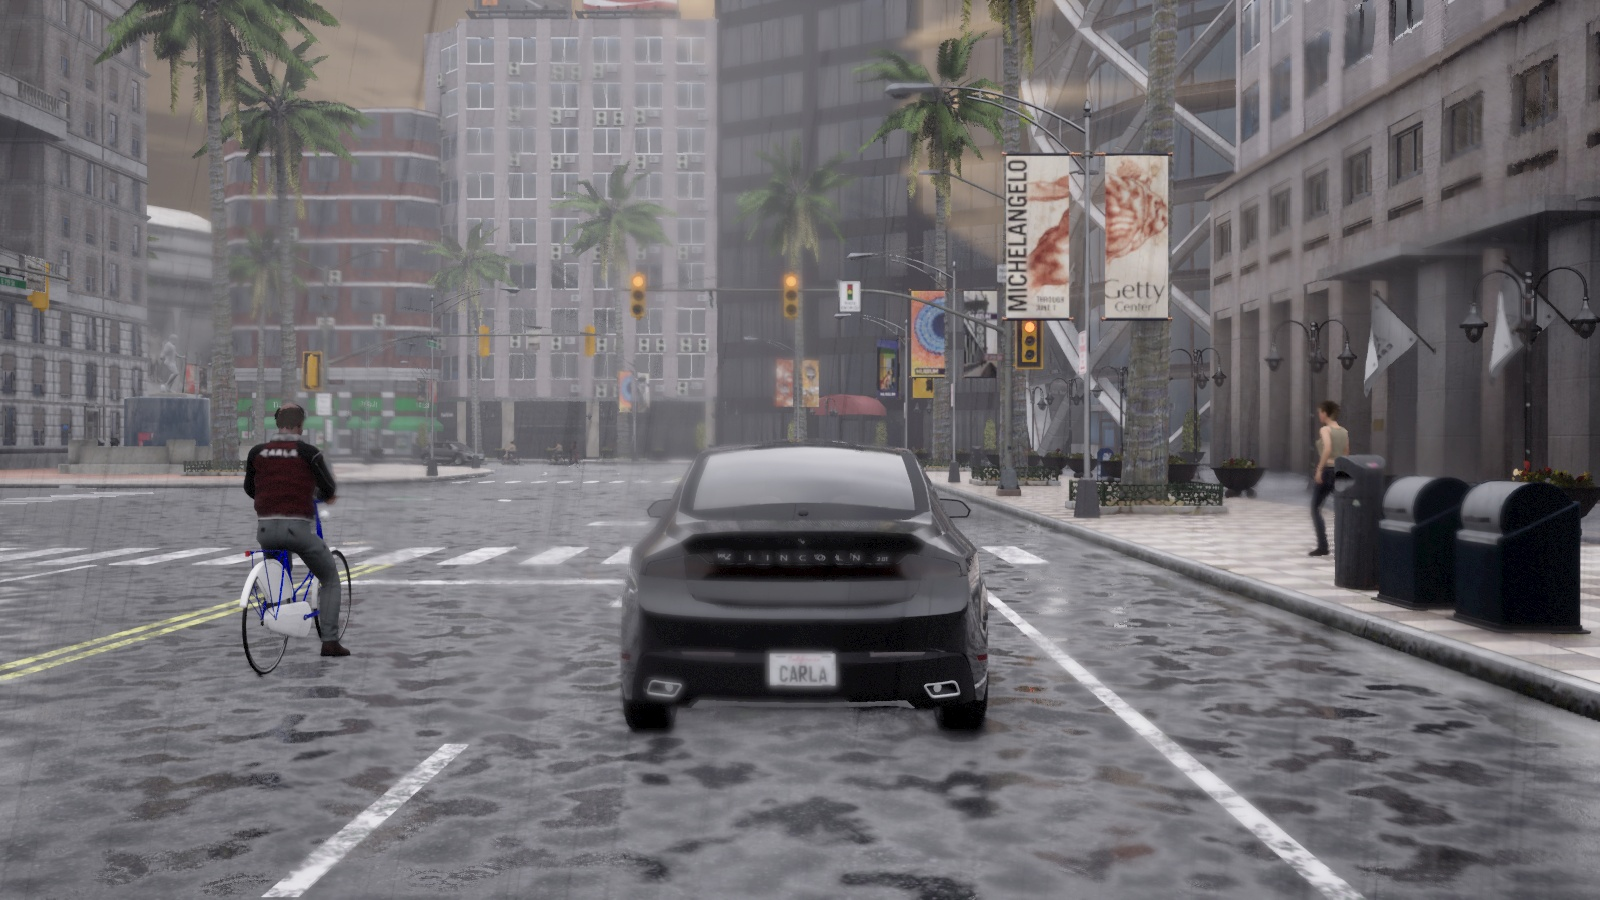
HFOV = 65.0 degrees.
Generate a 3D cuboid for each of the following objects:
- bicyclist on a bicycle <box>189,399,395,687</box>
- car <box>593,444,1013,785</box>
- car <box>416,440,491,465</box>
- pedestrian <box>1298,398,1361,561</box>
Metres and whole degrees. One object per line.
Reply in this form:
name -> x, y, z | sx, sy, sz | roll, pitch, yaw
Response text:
bicyclist on a bicycle -> -3.432, 0.565, 8.669 | 0.659, 1.776, 1.843 | 0, 1, 0
car -> 0.047, 0.707, 7.945 | 1.837, 1.490, 4.892 | 0, 0, 1
car -> -23.483, 0.177, 85.062 | 4.856, 1.649, 2.033 | 0, 0, 30
pedestrian -> 6.095, 0.326, 14.474 | 0.345, 1.836, 0.594 | 0, 0, -21
